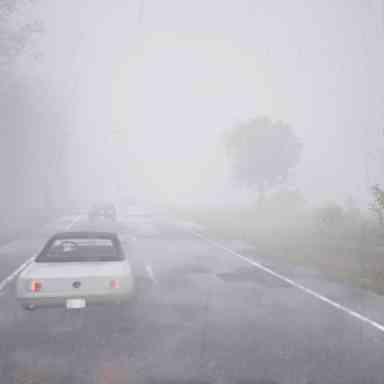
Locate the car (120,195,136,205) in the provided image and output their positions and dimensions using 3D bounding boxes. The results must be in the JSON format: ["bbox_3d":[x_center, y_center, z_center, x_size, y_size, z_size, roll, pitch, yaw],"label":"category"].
[{"bbox_3d":[-10.030,1.394,53.278,1.994,1.385,4.181,2,0,-14],"label":"car"}]

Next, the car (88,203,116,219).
[{"bbox_3d":[-6.747,1.457,25.235,1.895,1.301,4.718,2,0,-14],"label":"car"}]

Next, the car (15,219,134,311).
[{"bbox_3d":[-2.428,1.545,7.653,1.895,1.301,4.718,2,0,-14],"label":"car"}]
